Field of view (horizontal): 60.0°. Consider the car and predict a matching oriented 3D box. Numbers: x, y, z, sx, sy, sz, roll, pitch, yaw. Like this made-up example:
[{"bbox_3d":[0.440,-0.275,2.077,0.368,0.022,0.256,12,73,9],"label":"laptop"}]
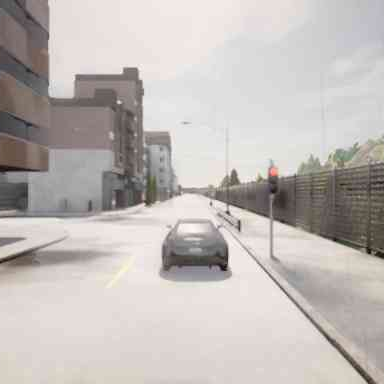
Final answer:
[{"bbox_3d":[0.074,1.559,11.071,1.994,1.385,4.181,0,0,0],"label":"car"}]
